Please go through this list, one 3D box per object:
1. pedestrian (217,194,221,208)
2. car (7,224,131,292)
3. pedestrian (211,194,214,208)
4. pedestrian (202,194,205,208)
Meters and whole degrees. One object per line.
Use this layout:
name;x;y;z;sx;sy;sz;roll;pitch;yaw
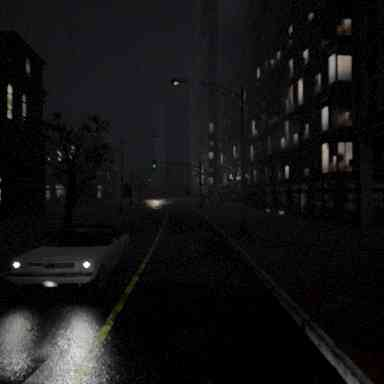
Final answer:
pedestrian;3.559;1.141;43.415;0.375;1.860;0.375;1;-1;-5
car;-2.974;1.599;9.083;1.895;1.301;4.718;0;0;-1
pedestrian;2.614;1.129;42.732;0.375;1.860;0.375;1;-1;-5
pedestrian;1.515;1.122;43.842;0.375;1.860;0.375;1;-1;-5
